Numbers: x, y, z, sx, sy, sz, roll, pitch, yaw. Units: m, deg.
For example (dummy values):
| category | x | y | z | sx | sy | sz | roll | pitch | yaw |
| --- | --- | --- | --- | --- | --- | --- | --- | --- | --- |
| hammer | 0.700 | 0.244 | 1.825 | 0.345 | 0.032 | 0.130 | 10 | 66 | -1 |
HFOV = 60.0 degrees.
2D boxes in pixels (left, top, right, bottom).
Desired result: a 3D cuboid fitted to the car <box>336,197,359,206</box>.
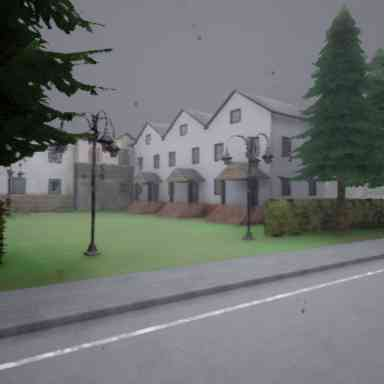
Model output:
| category | x | y | z | sx | sy | sz | roll | pitch | yaw |
| --- | --- | --- | --- | --- | --- | --- | --- | --- | --- |
| car | 36.371 | 2.145 | 77.762 | 1.932 | 1.855 | 4.605 | 1 | -1 | -36 |

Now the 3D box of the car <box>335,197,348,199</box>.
| category | x | y | z | sx | sy | sz | roll | pitch | yaw |
| --- | --- | --- | --- | --- | --- | --- | --- | --- | --- |
| car | 34.257 | 2.084 | 75.728 | 1.905 | 1.878 | 3.866 | 1 | -1 | -36 |
